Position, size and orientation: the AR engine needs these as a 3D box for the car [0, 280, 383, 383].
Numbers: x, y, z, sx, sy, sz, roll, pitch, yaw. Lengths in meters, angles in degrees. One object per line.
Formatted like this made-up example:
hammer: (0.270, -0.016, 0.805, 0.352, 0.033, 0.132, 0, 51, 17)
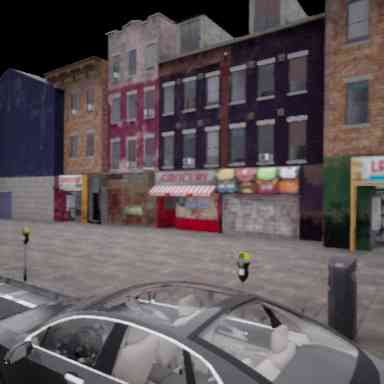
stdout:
car: (-0.383, 1.552, 3.072, 4.403, 1.369, 2.008, 0, 1, 35)
